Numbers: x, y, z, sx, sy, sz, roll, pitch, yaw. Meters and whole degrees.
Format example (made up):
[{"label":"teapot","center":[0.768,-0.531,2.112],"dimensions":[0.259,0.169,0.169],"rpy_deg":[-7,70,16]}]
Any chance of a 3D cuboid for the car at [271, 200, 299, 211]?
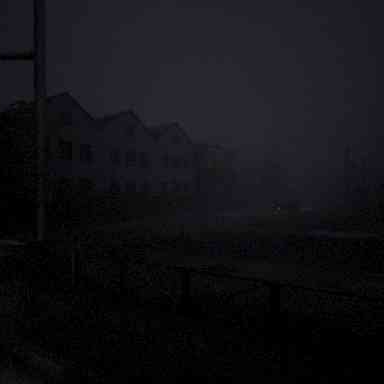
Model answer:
[{"label":"car","center":[11.230,1.555,39.692],"dimensions":[1.895,1.301,4.718],"rpy_deg":[-1,0,35]}]
